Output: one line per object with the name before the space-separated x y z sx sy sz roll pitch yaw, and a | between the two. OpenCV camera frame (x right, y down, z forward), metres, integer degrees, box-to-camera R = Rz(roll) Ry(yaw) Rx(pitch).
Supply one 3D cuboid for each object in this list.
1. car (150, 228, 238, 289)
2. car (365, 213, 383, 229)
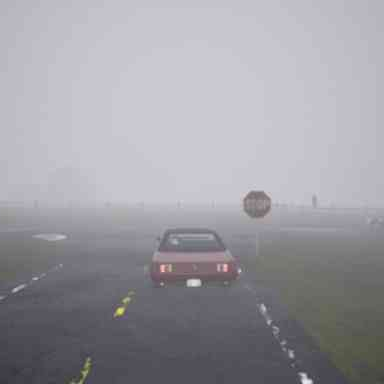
car | -0.059 1.648 9.273 1.895 1.301 4.718 0 0 -3
car | 14.320 1.824 22.410 4.902 1.511 2.128 1 -1 0
